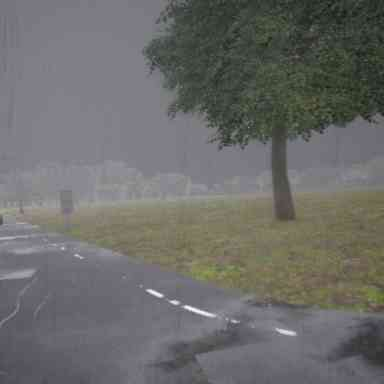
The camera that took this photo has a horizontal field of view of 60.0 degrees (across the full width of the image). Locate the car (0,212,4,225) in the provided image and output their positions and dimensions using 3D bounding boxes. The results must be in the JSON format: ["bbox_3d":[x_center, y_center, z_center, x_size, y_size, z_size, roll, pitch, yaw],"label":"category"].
[{"bbox_3d":[-22.067,2.896,36.954,1.837,1.490,4.892,-2,-1,-33],"label":"car"}]
